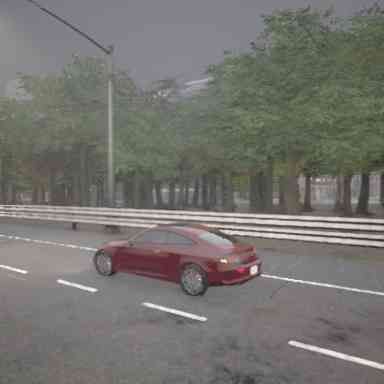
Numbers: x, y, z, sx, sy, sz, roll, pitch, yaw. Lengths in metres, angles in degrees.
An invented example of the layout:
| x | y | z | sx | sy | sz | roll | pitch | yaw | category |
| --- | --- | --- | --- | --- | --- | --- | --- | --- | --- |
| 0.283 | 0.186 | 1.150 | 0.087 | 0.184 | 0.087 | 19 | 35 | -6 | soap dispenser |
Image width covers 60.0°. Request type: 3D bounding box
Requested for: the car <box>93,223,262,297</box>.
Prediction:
| x | y | z | sx | sy | sz | roll | pitch | yaw | category |
| --- | --- | --- | --- | --- | --- | --- | --- | --- | --- |
| -0.529 | 1.532 | 8.551 | 4.674 | 1.442 | 1.812 | 0 | 0 | 36 | car |
